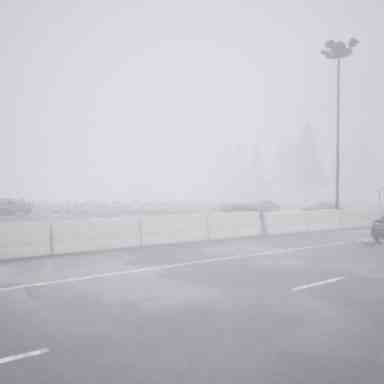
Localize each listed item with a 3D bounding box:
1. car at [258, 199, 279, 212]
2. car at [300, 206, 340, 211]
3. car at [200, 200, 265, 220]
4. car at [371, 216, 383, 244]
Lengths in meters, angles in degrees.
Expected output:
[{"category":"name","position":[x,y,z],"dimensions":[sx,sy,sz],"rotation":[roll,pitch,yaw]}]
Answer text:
[{"category":"car","position":[6.962,1.527,34.208],"dimensions":[4.892,1.490,1.837],"rotation":[1,0,-34]},{"category":"car","position":[13.521,1.697,34.441],"dimensions":[5.357,1.411,2.033],"rotation":[1,0,-34]},{"category":"car","position":[2.627,1.491,22.766],"dimensions":[5.357,1.411,2.033],"rotation":[1,0,-34]},{"category":"car","position":[9.903,1.568,14.780],"dimensions":[4.902,1.511,2.128],"rotation":[1,0,-34]}]
